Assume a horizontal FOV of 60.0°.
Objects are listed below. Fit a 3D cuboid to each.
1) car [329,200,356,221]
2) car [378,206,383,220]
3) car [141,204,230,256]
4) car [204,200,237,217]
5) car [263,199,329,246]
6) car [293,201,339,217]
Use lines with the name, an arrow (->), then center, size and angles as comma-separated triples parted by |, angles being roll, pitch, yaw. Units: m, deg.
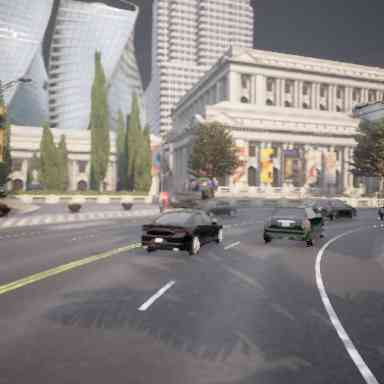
car -> 12.271, 1.447, 28.856 | 4.553, 1.767, 2.097 | 1, 0, -37
car -> 17.992, 1.644, 28.425 | 4.902, 1.511, 2.128 | 1, 0, -30
car -> -0.181, 1.464, 13.391 | 1.882, 1.535, 5.008 | 0, 0, 22
car -> 1.993, 1.497, 29.350 | 1.837, 1.490, 4.892 | 0, 0, 45
car -> 4.966, 1.387, 15.818 | 2.097, 1.767, 4.553 | 1, 0, 29
car -> 12.530, 1.619, 33.490 | 4.674, 1.442, 1.812 | 1, 0, -31
